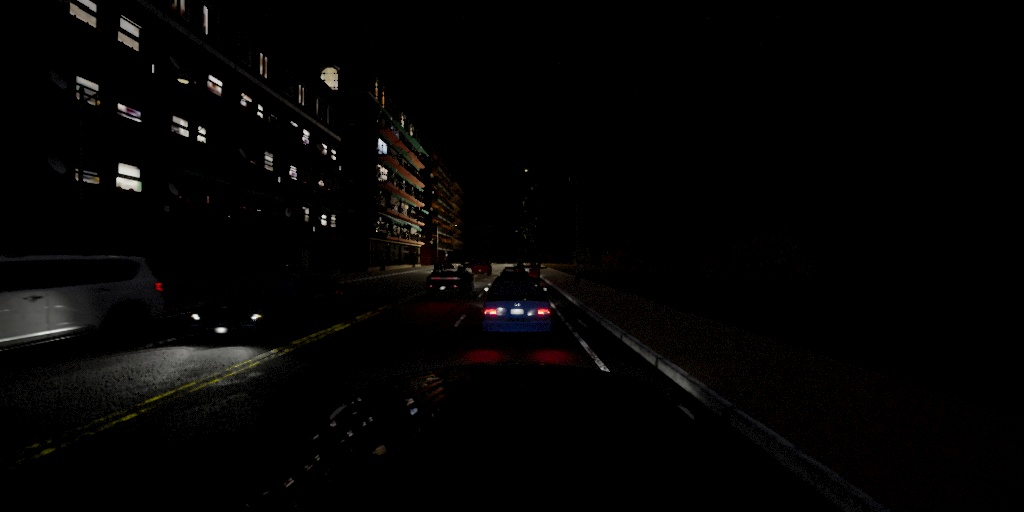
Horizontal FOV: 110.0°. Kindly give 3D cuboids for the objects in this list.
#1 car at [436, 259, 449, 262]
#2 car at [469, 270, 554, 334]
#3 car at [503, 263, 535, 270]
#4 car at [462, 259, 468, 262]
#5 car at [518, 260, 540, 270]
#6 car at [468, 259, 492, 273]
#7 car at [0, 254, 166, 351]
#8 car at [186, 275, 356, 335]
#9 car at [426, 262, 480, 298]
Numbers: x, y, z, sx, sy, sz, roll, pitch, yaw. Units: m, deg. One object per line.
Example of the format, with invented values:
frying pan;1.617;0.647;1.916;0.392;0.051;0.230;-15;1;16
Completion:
car;-9.784;1.225;49.989;1.882;1.535;5.008;0;0;0
car;0.112;1.298;10.570;2.033;1.411;5.357;0;0;0
car;0.118;1.315;20.904;1.994;1.385;4.181;0;0;1
car;-6.528;1.252;53.071;1.837;1.490;4.892;0;0;0
car;1.173;1.102;29.838;2.097;1.767;4.553;0;0;0
car;-3.102;1.227;37.147;1.882;1.535;5.008;0;0;0
car;-9.846;0.971;6.704;2.150;2.045;5.566;0;0;0
car;-6.592;1.298;10.781;2.033;1.411;5.357;0;0;0
car;-3.129;1.241;18.674;2.128;1.511;4.902;0;0;0
